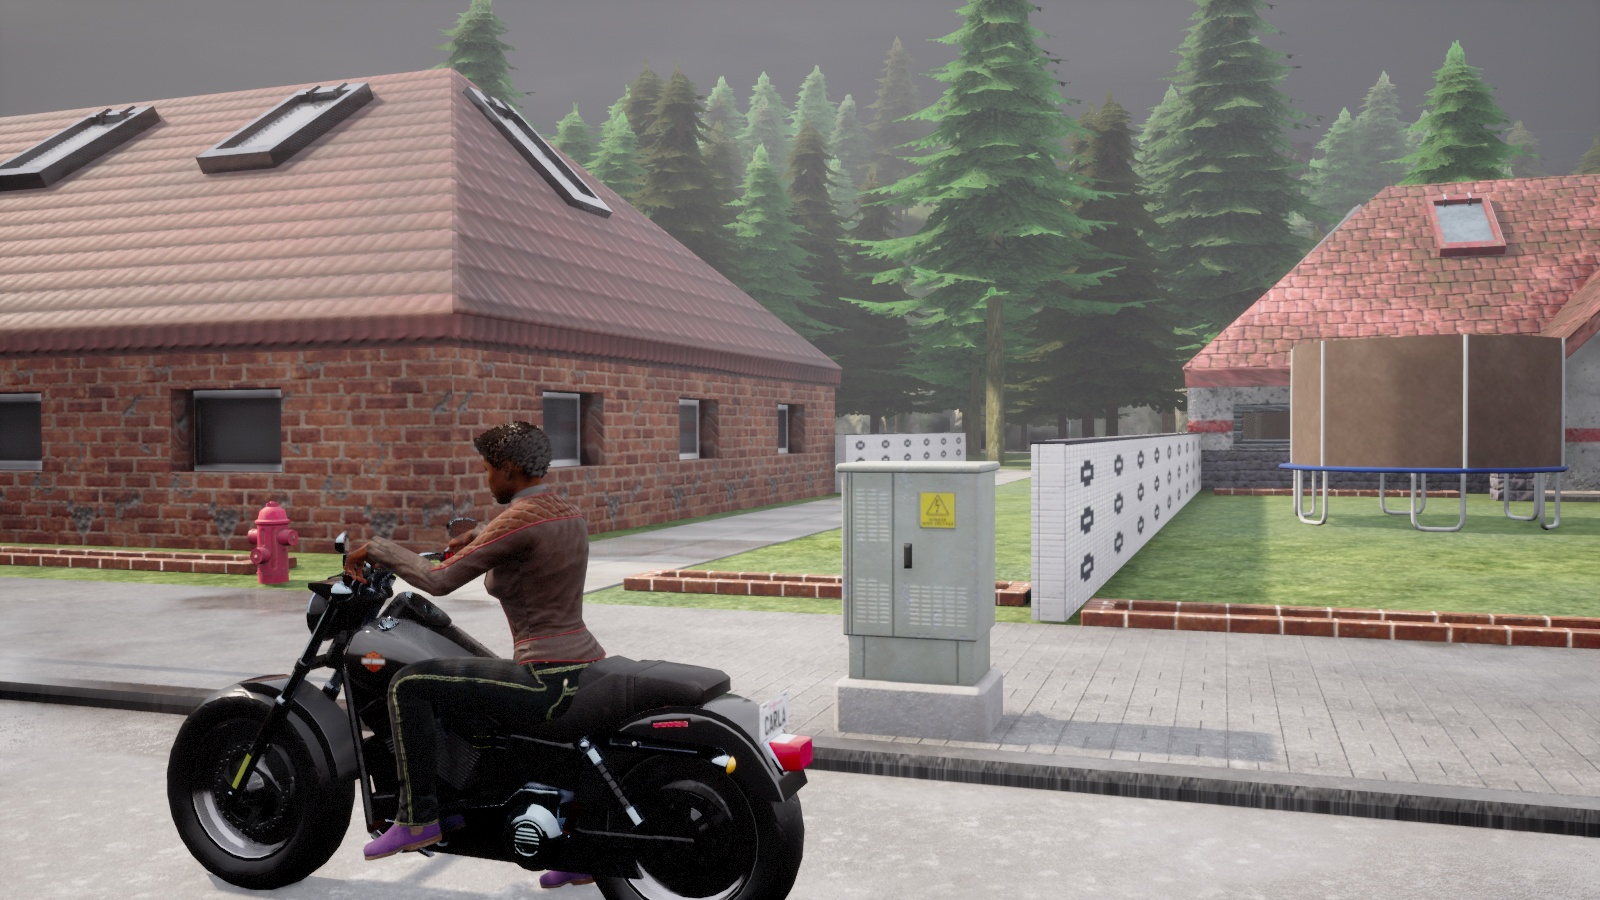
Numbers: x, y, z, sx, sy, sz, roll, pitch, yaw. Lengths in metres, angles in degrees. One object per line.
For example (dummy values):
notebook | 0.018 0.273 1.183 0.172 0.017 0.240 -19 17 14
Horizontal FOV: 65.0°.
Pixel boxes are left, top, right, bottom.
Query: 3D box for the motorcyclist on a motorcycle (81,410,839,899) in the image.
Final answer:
motorcyclist on a motorcycle | -1.109 0.707 4.093 2.350 1.649 0.766 0 1 19
